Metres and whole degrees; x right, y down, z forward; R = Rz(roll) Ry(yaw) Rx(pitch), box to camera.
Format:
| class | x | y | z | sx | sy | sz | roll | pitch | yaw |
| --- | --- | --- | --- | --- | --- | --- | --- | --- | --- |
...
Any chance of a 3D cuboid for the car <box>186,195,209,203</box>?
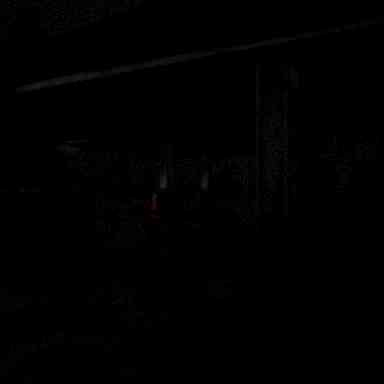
| class | x | y | z | sx | sy | sz | roll | pitch | yaw |
| --- | --- | --- | --- | --- | --- | --- | --- | --- | --- |
| car | 1.122 | 1.535 | 71.327 | 4.514 | 1.523 | 2.007 | 0 | 0 | 34 |

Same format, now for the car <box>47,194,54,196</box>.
| class | x | y | z | sx | sy | sz | roll | pitch | yaw |
| --- | --- | --- | --- | --- | --- | --- | --- | --- | --- |
| car | -30.975 | 1.272 | 70.674 | 4.605 | 1.855 | 1.932 | 0 | 0 | 34 |

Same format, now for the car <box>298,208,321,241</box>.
| class | x | y | z | sx | sy | sz | roll | pitch | yaw |
| --- | --- | --- | --- | --- | --- | --- | --- | --- | --- |
| car | 5.604 | 1.678 | 18.369 | 2.242 | 1.667 | 4.611 | 0 | 0 | 34 |

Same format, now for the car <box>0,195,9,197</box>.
| class | x | y | z | sx | sy | sz | roll | pitch | yaw |
| --- | --- | --- | --- | --- | --- | --- | --- | --- | --- |
| car | -22.200 | 1.257 | 37.945 | 3.866 | 1.878 | 1.905 | 0 | 0 | 34 |

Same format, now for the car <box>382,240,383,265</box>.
| class | x | y | z | sx | sy | sz | roll | pitch | yaw |
| --- | --- | --- | --- | --- | --- | --- | --- | --- | --- |
| car | 7.846 | 1.512 | 11.598 | 1.905 | 1.878 | 3.866 | 0 | 0 | 34 |

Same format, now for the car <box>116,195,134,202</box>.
| class | x | y | z | sx | sy | sz | roll | pitch | yaw |
| --- | --- | --- | --- | --- | --- | --- | --- | --- | --- |
| car | -15.949 | 1.569 | 79.324 | 3.806 | 1.475 | 1.970 | 0 | 0 | 34 |

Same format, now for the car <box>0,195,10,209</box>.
| class | x | y | z | sx | sy | sz | roll | pitch | yaw |
| --- | --- | --- | --- | --- | --- | --- | --- | --- | --- |
| car | -26.857 | 1.274 | 45.088 | 4.605 | 1.855 | 1.932 | 0 | 0 | 34 |

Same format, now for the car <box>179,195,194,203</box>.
| class | x | y | z | sx | sy | sz | roll | pitch | yaw |
| --- | --- | --- | --- | --- | --- | --- | --- | --- | --- |
| car | -0.599 | 1.525 | 68.704 | 5.027 | 1.636 | 2.152 | 0 | 0 | 34 |

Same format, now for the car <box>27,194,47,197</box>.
| class | x | y | z | sx | sy | sz | roll | pitch | yaw |
| --- | --- | --- | --- | --- | --- | --- | --- | --- | --- |
| car | -32.268 | 1.251 | 68.040 | 3.866 | 1.878 | 1.905 | 0 | 0 | 34 |

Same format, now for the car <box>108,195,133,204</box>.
| class | x | y | z | sx | sy | sz | roll | pitch | yaw |
| --- | --- | --- | --- | --- | --- | --- | --- | --- | --- |
| car | -13.607 | 1.505 | 63.226 | 3.633 | 1.501 | 1.845 | 0 | 0 | 34 |
